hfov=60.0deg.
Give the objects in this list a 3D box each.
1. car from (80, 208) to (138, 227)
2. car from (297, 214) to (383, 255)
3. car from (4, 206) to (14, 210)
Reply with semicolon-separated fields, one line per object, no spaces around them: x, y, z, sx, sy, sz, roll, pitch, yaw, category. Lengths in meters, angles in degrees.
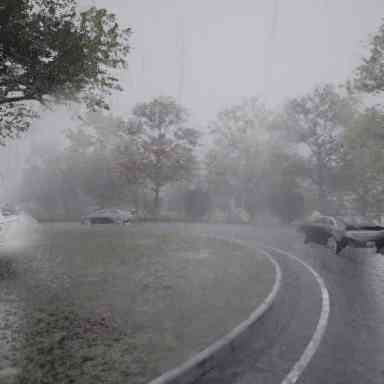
-6.992;2.126;27.947;4.902;1.511;2.128;-1;-1;13;car
6.153;1.685;14.256;2.128;1.511;4.902;0;-1;-5;car
-32.114;3.017;58.347;2.033;1.411;5.357;0;-1;-28;car
